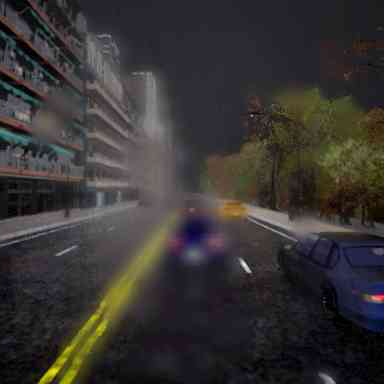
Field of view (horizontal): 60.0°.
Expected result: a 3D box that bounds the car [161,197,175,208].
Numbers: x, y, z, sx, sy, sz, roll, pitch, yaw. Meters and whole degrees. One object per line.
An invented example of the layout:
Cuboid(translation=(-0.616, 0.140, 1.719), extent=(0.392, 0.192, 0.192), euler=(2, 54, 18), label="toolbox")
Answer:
Cuboid(translation=(-3.309, 1.475, 49.052), extent=(2.097, 1.767, 4.553), euler=(0, 0, 0), label="car")

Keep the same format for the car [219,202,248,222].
Cuboid(translation=(3.338, 1.543, 27.364), extent=(1.882, 1.535, 5.008), euler=(0, 0, 0), label="car")

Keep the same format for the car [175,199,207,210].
Cuboid(translation=(0.078, 1.412, 25.571), extent=(2.097, 1.767, 4.553), euler=(0, 0, 0), label="car")

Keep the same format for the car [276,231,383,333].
Cuboid(translation=(3.298, 1.564, 7.174), extent=(2.033, 1.411, 5.357), euler=(0, 0, 0), label="car")

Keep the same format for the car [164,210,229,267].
Cuboid(translation=(0.078, 1.552, 11.381), extent=(1.812, 1.442, 4.674), euler=(0, 0, 0), label="car")

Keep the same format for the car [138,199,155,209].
Cuboid(translation=(-6.562, 1.722, 48.429), extent=(1.895, 1.301, 4.718), euler=(0, 0, 0), label="car")
